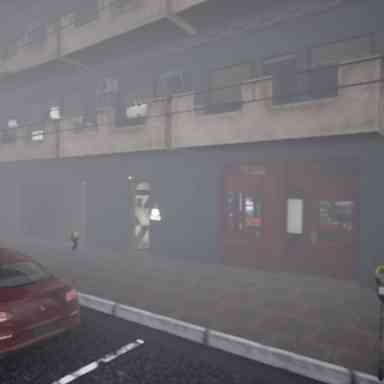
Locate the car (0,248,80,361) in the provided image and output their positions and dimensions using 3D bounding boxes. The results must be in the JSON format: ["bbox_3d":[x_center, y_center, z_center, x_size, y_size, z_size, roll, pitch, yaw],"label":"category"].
[{"bbox_3d":[-3.547,1.580,5.389,4.206,1.307,1.802,0,1,35],"label":"car"}]
